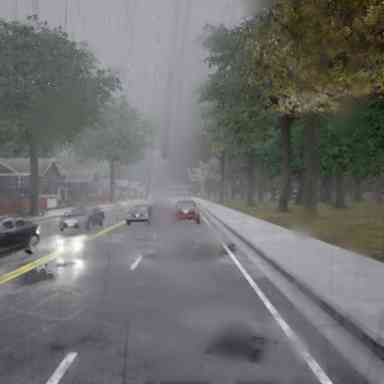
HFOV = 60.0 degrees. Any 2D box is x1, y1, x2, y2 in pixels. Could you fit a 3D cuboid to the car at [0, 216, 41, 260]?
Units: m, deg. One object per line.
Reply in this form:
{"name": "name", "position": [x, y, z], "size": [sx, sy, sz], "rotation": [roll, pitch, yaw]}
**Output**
{"name": "car", "position": [-6.775, 1.580, 11.046], "size": [2.128, 1.511, 4.902], "rotation": [0, 0, -1]}

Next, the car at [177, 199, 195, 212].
{"name": "car", "position": [-0.722, 1.668, 41.372], "size": [2.033, 1.411, 5.357], "rotation": [0, 0, -1]}

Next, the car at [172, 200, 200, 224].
{"name": "car", "position": [-0.462, 1.432, 25.954], "size": [2.097, 1.767, 4.553], "rotation": [0, 0, -1]}

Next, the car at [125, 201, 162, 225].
{"name": "car", "position": [-3.698, 1.650, 24.881], "size": [2.033, 1.411, 5.357], "rotation": [0, 0, -1]}

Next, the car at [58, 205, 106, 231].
{"name": "car", "position": [-6.950, 1.611, 21.434], "size": [2.128, 1.511, 4.902], "rotation": [0, 0, 0]}

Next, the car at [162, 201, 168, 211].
{"name": "car", "position": [-3.980, 1.748, 41.932], "size": [1.895, 1.301, 4.718], "rotation": [0, 0, -1]}
